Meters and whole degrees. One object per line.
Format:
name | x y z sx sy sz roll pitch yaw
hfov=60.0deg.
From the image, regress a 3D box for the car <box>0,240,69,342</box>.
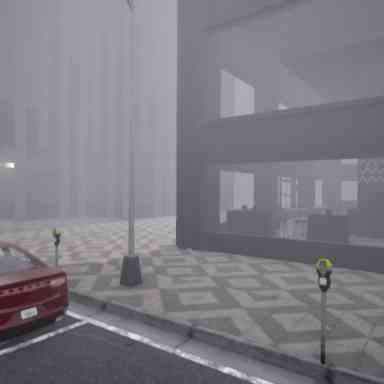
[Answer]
car | -4.043 1.517 5.866 4.507 1.381 1.887 0 0 36
